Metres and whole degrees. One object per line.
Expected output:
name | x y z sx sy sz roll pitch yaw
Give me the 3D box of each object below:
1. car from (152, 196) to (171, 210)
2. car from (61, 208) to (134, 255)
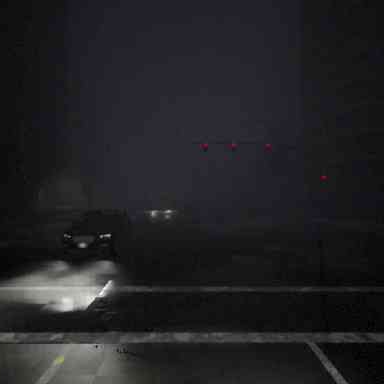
car | -3.494 1.308 38.583 1.882 1.535 5.008 0 2 0
car | -3.497 1.426 13.085 2.128 1.511 4.902 0 0 0
